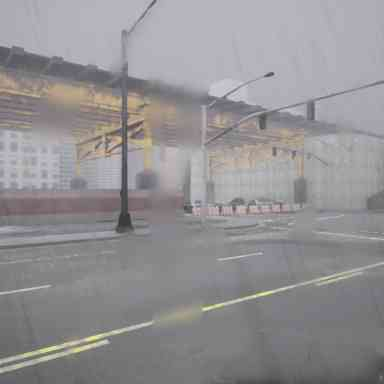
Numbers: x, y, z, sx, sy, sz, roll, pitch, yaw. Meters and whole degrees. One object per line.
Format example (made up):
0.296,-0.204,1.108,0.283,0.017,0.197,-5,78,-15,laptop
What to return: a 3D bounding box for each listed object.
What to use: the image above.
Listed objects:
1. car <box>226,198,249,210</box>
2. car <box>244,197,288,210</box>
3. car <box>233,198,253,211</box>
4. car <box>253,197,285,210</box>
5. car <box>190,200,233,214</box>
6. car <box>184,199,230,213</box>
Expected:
5.284,1.295,37.990,1.853,1.218,4.536,0,0,18,car
9.179,1.453,41.700,4.974,1.542,2.038,0,0,-7,car
5.268,1.453,37.940,2.038,1.542,4.974,0,0,18,car
9.128,1.295,41.693,4.536,1.218,1.853,0,0,-7,car
1.523,1.453,35.256,4.974,1.542,2.038,0,0,8,car
1.472,1.295,35.263,4.536,1.218,1.853,0,0,8,car
